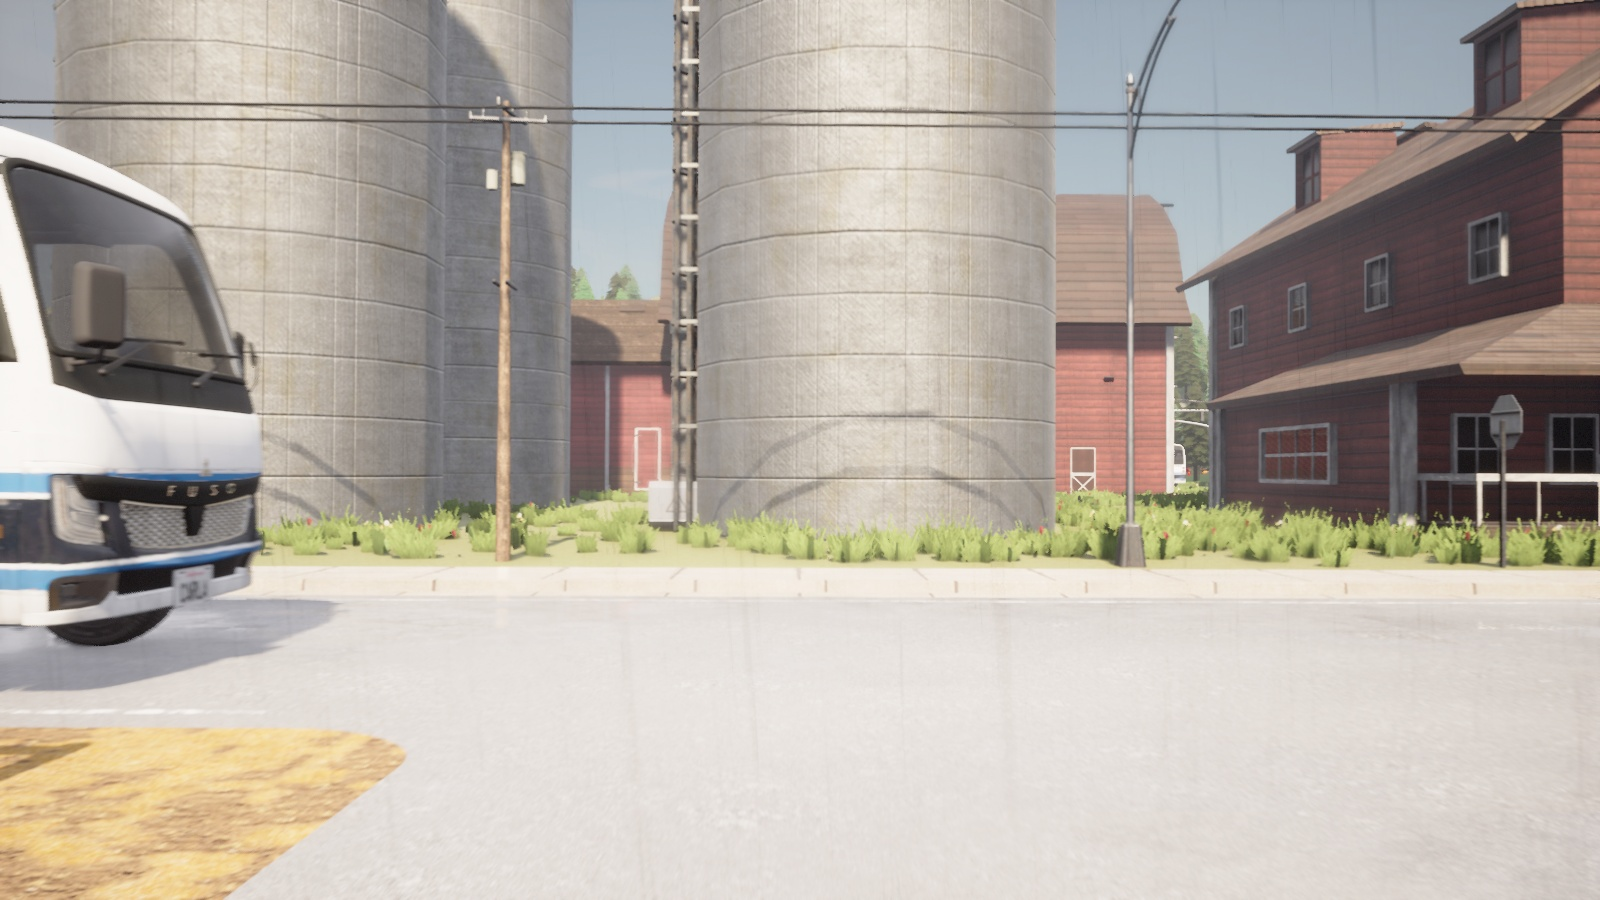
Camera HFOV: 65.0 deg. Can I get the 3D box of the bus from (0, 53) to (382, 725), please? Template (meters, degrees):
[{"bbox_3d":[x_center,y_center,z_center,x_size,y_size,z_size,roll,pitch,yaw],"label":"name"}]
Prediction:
[{"bbox_3d":[-9.088,-0.361,9.879,10.273,4.253,3.944,0,-1,0],"label":"bus"}]
